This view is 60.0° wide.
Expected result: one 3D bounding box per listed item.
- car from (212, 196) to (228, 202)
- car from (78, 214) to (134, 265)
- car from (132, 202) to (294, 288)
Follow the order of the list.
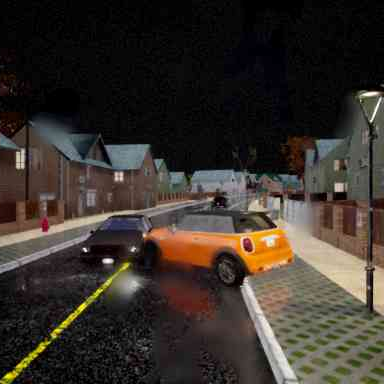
[{"bbox_3d":[3.706,1.280,44.155,1.812,1.442,4.674,0,1,11],"label":"car"},{"bbox_3d":[-2.358,1.529,11.967,2.033,1.411,5.357,0,0,0],"label":"car"},{"bbox_3d":[0.488,1.304,9.602,2.097,1.767,4.553,-2,0,-42],"label":"car"}]
